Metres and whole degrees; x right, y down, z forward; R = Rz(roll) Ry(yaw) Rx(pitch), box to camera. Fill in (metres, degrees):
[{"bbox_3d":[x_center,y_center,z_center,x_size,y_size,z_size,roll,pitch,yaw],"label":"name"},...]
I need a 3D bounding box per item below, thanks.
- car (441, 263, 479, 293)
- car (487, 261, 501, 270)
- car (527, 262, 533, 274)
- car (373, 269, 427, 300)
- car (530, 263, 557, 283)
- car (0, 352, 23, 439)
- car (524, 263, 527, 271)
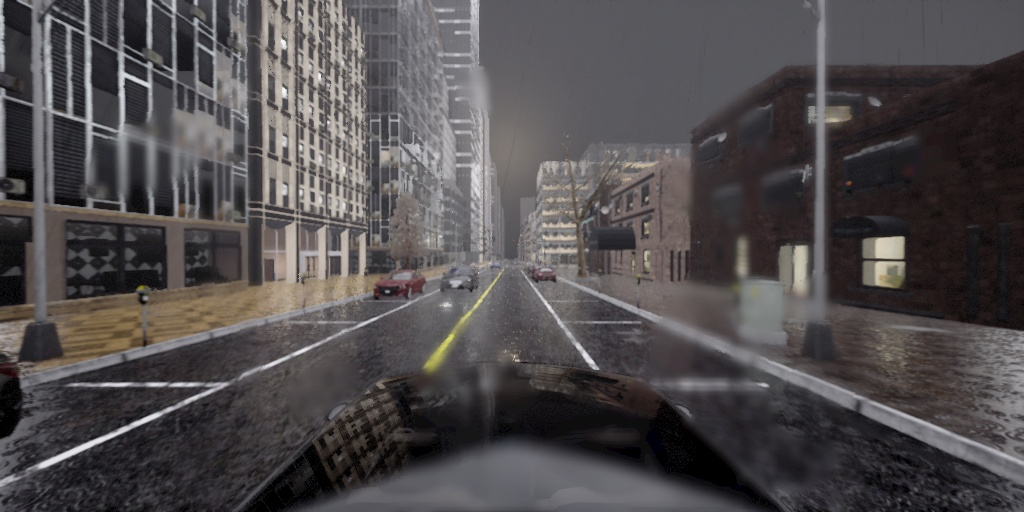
[{"bbox_3d":[-3.094,1.378,22.076,2.128,1.511,4.902,0,0,0],"label":"car"},{"bbox_3d":[-2.984,1.694,65.215,1.882,1.535,5.008,0,0,0],"label":"car"},{"bbox_3d":[2.766,1.521,35.520,1.888,1.381,4.507,0,0,0],"label":"car"},{"bbox_3d":[-5.687,1.408,18.649,1.888,1.381,4.507,0,0,0],"label":"car"},{"bbox_3d":[2.730,1.520,29.876,1.802,1.307,4.207,0,0,0],"label":"car"},{"bbox_3d":[-5.691,1.316,1.718,1.948,1.339,4.313,0,0,0],"label":"car"},{"bbox_3d":[2.830,1.603,46.809,2.007,1.370,4.403,0,0,0],"label":"car"}]
